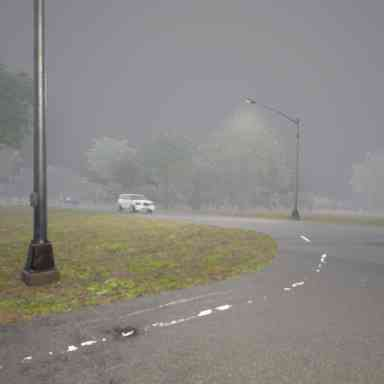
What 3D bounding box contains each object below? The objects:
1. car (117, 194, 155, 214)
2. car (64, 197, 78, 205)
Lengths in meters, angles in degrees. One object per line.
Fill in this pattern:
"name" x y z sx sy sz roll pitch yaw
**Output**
"car" -6.051 1.234 35.312 2.150 2.045 5.566 4 -3 -35
"car" -29.402 2.181 81.019 2.150 2.045 5.566 4 -3 -35
